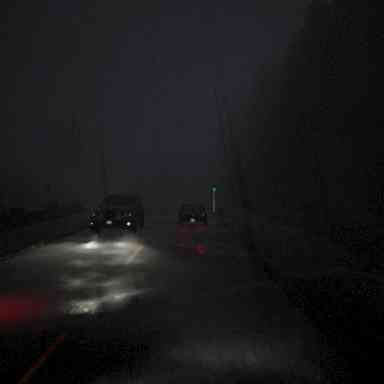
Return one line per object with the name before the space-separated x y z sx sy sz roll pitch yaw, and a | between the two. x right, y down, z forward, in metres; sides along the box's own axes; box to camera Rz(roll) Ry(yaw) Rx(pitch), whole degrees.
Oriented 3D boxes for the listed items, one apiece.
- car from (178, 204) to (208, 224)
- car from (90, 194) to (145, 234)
car | 0.058 1.477 23.038 1.895 1.301 4.718 0 0 0
car | -4.040 1.121 18.980 2.150 2.045 5.566 0 0 0
